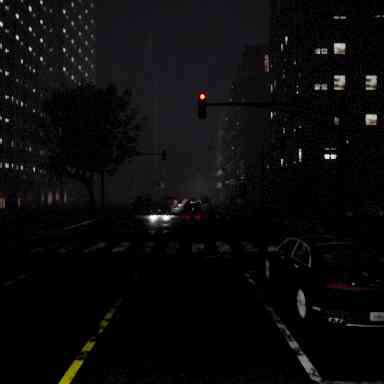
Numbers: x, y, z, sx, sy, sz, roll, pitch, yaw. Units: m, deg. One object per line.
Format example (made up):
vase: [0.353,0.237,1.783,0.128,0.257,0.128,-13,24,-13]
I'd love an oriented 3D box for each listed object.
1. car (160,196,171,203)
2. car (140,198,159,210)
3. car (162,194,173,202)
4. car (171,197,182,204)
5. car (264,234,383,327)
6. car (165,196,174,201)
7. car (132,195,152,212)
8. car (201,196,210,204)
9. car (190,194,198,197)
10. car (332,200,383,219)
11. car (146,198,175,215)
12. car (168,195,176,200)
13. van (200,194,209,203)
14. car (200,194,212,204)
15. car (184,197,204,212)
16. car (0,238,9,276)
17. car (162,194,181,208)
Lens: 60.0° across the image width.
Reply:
car: [-5.716,1.604,72.473,1.947,1.339,4.313,0,0,0]
car: [-5.707,1.578,44.858,1.947,1.339,4.313,0,0,0]
car: [-5.718,1.361,77.995,2.192,1.841,5.009,0,0,0]
car: [-3.058,1.630,64.838,1.895,1.301,4.718,0,0,0]
car: [2.686,1.549,6.950,2.008,1.369,4.403,0,0,0]
car: [-5.720,1.605,83.519,2.008,1.369,4.403,0,0,0]
car: [-5.706,1.324,39.335,2.192,1.841,5.009,0,0,0]
car: [2.666,1.557,67.122,1.752,1.417,4.829,0,0,0]
car: [-0.023,1.635,69.347,1.895,1.301,4.718,0,0,0]
car: [13.416,1.342,26.359,4.403,1.369,2.008,-1,1,-1]
car: [-3.112,1.569,33.559,1.994,1.385,4.181,0,0,0]
car: [-5.724,1.624,94.564,2.008,1.369,4.403,0,0,0]
van: [2.664,1.379,72.476,1.690,1.788,3.998,0,0,0]
car: [2.669,1.591,61.429,1.947,1.339,4.313,0,0,0]
car: [0.088,1.609,39.145,1.895,1.301,4.718,0,0,0]
car: [-5.694,1.543,6.947,1.887,1.381,4.507,0,0,0]
car: [-3.111,1.366,49.274,2.097,1.767,4.553,0,0,0]
